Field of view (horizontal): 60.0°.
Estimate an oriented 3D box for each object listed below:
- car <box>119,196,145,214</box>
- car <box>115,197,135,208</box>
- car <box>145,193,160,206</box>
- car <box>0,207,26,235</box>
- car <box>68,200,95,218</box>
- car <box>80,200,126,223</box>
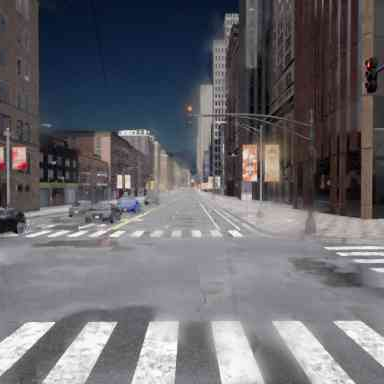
[{"bbox_3d":[-6.600,1.483,35.238,1.882,1.535,5.008,0,0,0],"label":"car"},{"bbox_3d":[-9.833,1.482,49.054,1.882,1.535,5.008,0,0,0],"label":"car"},{"bbox_3d":[-6.547,1.226,55.056,2.150,2.045,5.566,0,0,0],"label":"car"},{"bbox_3d":[-9.851,1.492,15.996,2.128,1.511,4.902,0,0,0],"label":"car"},{"bbox_3d":[-9.849,1.509,30.705,1.837,1.490,4.892,0,0,0],"label":"car"},{"bbox_3d":[-6.606,1.568,25.112,1.994,1.385,4.181,0,0,-1],"label":"car"}]
